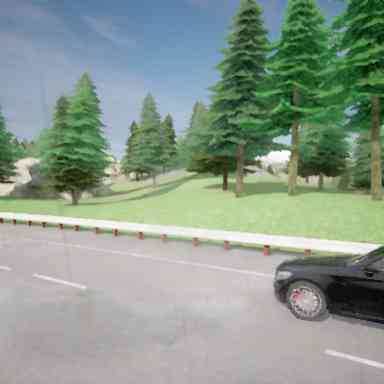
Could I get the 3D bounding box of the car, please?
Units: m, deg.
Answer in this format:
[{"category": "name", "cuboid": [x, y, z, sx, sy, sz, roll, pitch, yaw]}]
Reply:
[{"category": "car", "cuboid": [3.732, 1.524, 5.545, 4.674, 1.442, 1.812, 0, 0, 35]}]
